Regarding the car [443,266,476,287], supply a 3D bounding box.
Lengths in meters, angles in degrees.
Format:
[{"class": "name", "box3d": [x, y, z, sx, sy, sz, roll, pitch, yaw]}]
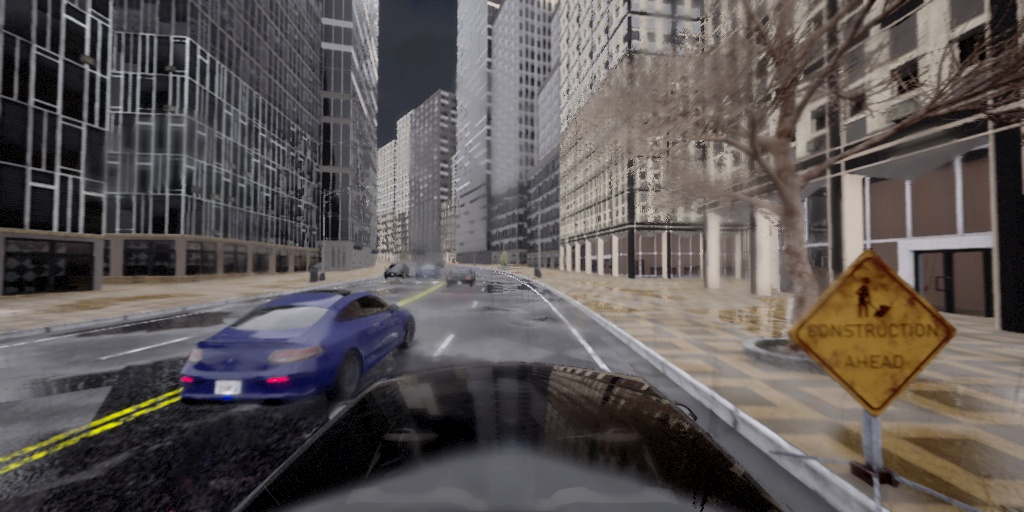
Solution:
[{"class": "car", "box3d": [-3.641, 1.526, 26.179, 1.895, 1.301, 4.718, 0, 0, -4]}]

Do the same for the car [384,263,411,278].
[{"class": "car", "box3d": [-11.116, 1.463, 34.957, 1.837, 1.490, 4.892, 0, 0, -6]}]

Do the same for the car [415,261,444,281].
[{"class": "car", "box3d": [-7.660, 1.486, 33.122, 1.812, 1.442, 4.674, 0, 0, -6]}]

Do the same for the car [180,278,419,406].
[{"class": "car", "box3d": [-3.128, 1.302, 6.285, 1.812, 1.442, 4.674, 0, 0, 0]}]

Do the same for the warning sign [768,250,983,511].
[{"class": "warning sign", "box3d": [2.843, 0.879, 2.817, 1.300, 1.860, 1.060, 0, 0, 1]}]
